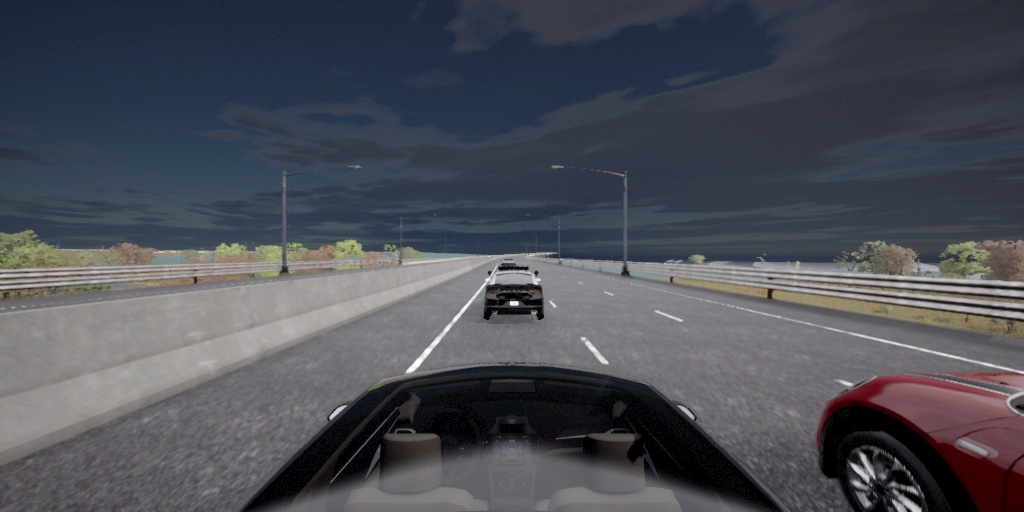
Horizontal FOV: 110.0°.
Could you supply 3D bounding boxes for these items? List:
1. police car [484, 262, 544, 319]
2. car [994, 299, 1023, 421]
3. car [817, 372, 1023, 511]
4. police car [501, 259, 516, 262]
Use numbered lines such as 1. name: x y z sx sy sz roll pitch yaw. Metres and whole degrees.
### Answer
1. police car: 0.050 1.173 13.015 1.930 1.638 5.238 0 0 0
2. car: 7.093 1.274 2.264 1.812 1.442 4.674 0 0 0
3. car: 3.592 1.102 1.080 2.097 1.767 4.553 0 0 0
4. police car: -0.430 1.140 43.943 1.930 1.638 5.238 0 0 -1
